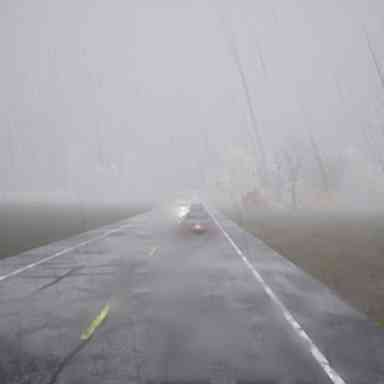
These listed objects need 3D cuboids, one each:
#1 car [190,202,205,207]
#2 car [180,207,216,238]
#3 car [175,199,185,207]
[{"bbox_3d":[0.644,2.009,42.751,2.128,1.511,4.902,0,-1,1],"label":"car"},{"bbox_3d":[0.339,1.800,19.402,1.994,1.385,4.181,0,-1,1],"label":"car"},{"bbox_3d":[-2.562,2.314,71.573,1.882,1.535,5.008,0,-1,1],"label":"car"}]
